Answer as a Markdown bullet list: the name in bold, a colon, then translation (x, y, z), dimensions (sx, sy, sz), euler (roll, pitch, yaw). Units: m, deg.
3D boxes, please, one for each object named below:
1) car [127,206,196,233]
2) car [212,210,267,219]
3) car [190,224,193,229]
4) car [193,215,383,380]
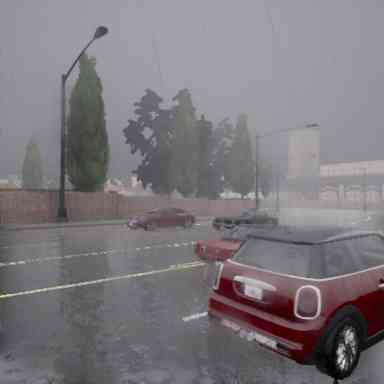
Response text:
- **car**: translation (-1.765, 1.627, 20.639), dimensions (4.674, 1.442, 1.812), euler (1, -1, -42)
- **car**: translation (3.339, 1.777, 20.559), dimensions (4.718, 1.301, 1.895), euler (2, -1, -44)
- **car**: translation (2.440, 1.650, 10.144), dimensions (4.718, 1.301, 1.895), euler (1, -1, -39)
- **car**: translation (2.500, 1.377, 5.784), dimensions (4.553, 1.767, 2.097), euler (0, 0, -38)
